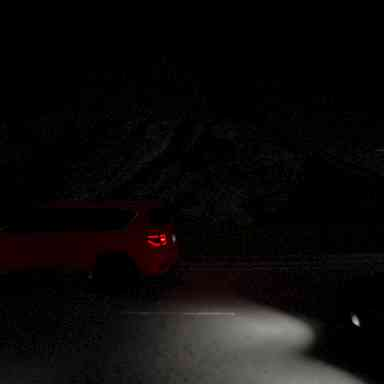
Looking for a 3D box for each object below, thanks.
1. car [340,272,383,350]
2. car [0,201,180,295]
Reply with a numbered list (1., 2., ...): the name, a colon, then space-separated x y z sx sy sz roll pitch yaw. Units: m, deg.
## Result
1. car: 4.573 1.451 4.719 4.674 1.442 1.812 -1 0 -4
2. car: -3.092 1.266 8.501 5.566 2.045 2.150 -1 0 7
